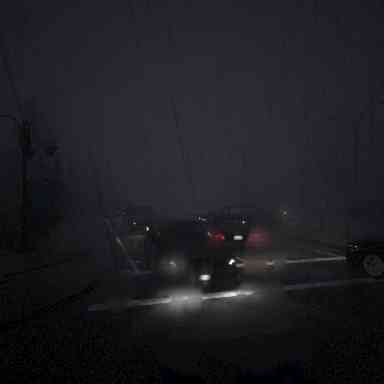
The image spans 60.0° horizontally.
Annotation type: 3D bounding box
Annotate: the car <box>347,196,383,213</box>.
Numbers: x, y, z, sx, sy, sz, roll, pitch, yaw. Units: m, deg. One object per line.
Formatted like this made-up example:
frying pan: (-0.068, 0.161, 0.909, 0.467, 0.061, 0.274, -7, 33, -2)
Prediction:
car: (15.610, 1.356, 29.180, 1.970, 1.475, 3.806, 0, 0, -17)

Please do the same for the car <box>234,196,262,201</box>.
car: (7.389, 1.288, 46.145, 2.007, 1.523, 4.514, 0, 0, -17)

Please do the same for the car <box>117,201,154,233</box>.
car: (-3.095, 1.529, 19.941, 2.033, 1.411, 5.357, 0, 0, -17)

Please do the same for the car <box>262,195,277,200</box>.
car: (10.378, 1.278, 47.098, 2.152, 1.636, 5.027, 0, 0, -17)

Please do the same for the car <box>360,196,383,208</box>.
car: (23.932, 1.274, 43.159, 1.845, 1.501, 3.633, 0, 0, -17)

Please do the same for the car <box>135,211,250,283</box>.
car: (-0.371, 1.543, 10.104, 2.033, 1.411, 5.357, 0, 0, -15)

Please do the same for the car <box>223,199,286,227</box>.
car: (2.852, 1.467, 19.897, 5.357, 1.411, 2.033, -3, 1, -15)

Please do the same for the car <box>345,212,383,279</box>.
car: (6.527, 1.475, 8.231, 5.008, 1.535, 1.882, 0, 0, 39)

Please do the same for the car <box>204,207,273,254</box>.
car: (1.352, 1.538, 13.391, 2.033, 1.411, 5.357, 0, 0, -4)

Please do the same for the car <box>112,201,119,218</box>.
car: (-6.246, 1.515, 30.096, 2.033, 1.411, 5.357, 0, 0, -17)
